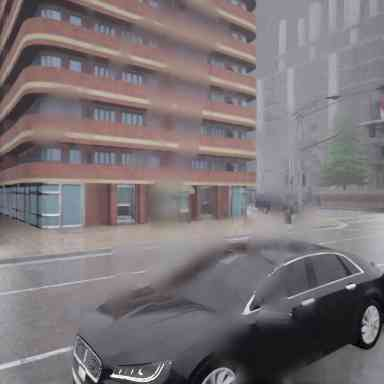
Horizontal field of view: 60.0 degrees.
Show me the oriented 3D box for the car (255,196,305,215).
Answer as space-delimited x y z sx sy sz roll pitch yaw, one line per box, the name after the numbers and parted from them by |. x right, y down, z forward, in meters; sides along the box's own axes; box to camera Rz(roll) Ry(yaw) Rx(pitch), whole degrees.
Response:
8.852 1.491 32.931 2.128 1.511 4.902 0 0 -36 | car

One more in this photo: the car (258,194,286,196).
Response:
9.678 1.222 37.728 2.150 2.045 5.566 0 0 -36 | car

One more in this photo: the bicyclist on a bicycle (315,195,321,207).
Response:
17.790 1.301 46.928 1.656 1.620 0.582 0 0 -36 | bicyclist on a bicycle

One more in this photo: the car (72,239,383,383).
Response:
0.896 1.505 4.651 4.892 1.490 1.837 0 0 -36 | car
